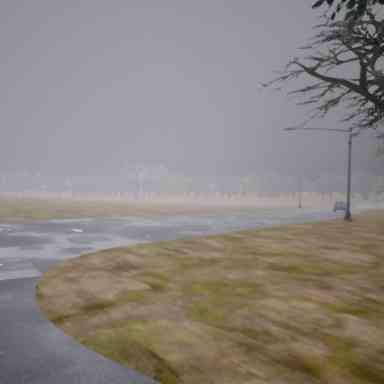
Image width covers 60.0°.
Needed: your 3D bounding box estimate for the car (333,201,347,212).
[{"bbox_3d":[29.005,2.804,64.882,2.150,2.045,5.566,1,-1,29],"label":"car"}]
